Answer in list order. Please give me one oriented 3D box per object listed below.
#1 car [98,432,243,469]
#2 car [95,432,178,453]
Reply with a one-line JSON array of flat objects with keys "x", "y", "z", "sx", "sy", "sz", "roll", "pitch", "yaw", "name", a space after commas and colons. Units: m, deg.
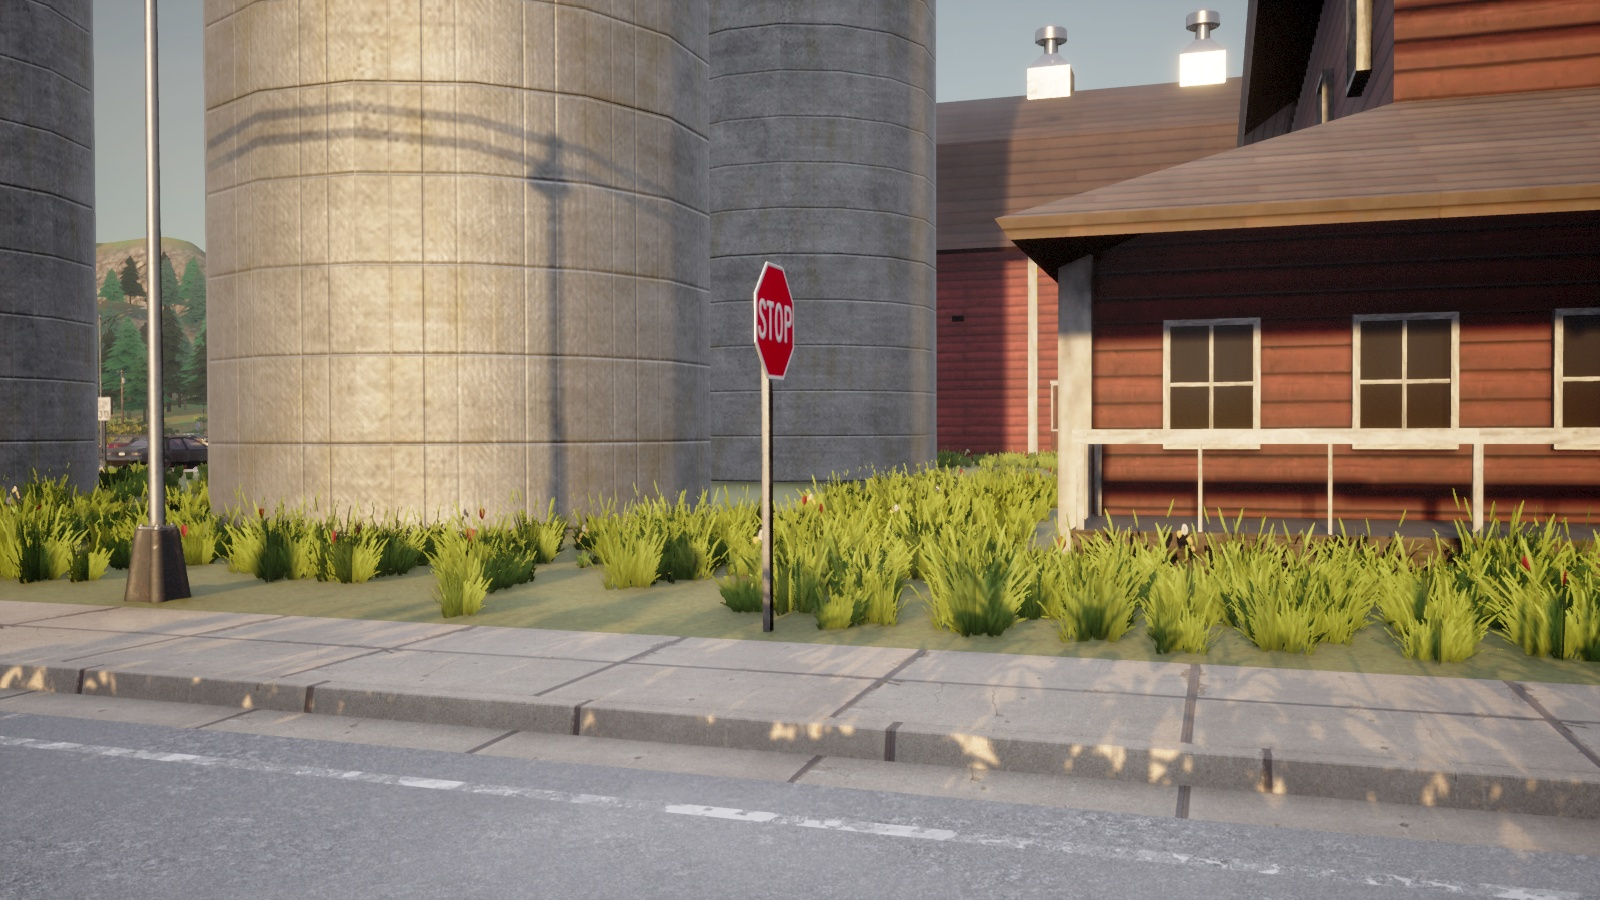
[{"x": -25.077, "y": -0.026, "z": 50.301, "sx": 2.033, "sy": 1.411, "sz": 5.357, "roll": 1, "pitch": 1, "yaw": 18, "name": "car"}, {"x": -42.547, "y": -0.523, "z": 80.598, "sx": 1.895, "sy": 1.301, "sz": 4.718, "roll": 1, "pitch": 1, "yaw": 18, "name": "car"}]
